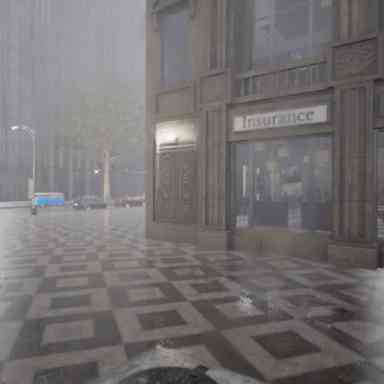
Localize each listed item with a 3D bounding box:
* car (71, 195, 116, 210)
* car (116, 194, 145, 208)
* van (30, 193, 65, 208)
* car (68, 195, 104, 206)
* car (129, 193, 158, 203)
[{"bbox_3d":[-10.747,1.279,35.820,1.947,1.339,4.313,1,2,36],"label":"car"},{"bbox_3d":[-7.462,1.188,40.376,1.887,1.381,4.507,2,2,36],"label":"car"},{"bbox_3d":[-17.667,0.987,40.794,1.690,1.788,3.998,1,1,36],"label":"van"},{"bbox_3d":[-14.384,1.127,45.354,2.008,1.369,4.403,1,2,36],"label":"car"},{"bbox_3d":[-7.910,0.948,54.332,1.752,1.417,4.829,2,2,36],"label":"car"}]
